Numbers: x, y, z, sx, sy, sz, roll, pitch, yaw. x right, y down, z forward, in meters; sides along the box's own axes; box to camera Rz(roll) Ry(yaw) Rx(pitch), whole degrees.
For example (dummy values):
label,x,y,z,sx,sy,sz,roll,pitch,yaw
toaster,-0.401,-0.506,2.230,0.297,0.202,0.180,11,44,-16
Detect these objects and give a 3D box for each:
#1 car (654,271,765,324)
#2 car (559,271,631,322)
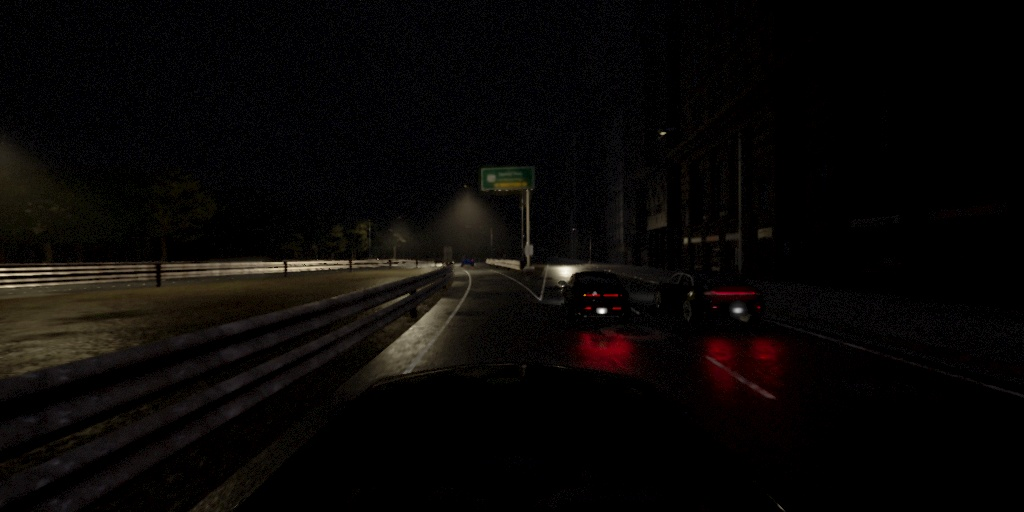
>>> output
label,x,y,z,sx,sy,sz,roll,pitch,yaw
car,6.200,1.221,11.855,2.128,1.511,4.902,0,0,6
car,2.724,1.262,12.280,1.837,1.490,4.892,0,0,6
